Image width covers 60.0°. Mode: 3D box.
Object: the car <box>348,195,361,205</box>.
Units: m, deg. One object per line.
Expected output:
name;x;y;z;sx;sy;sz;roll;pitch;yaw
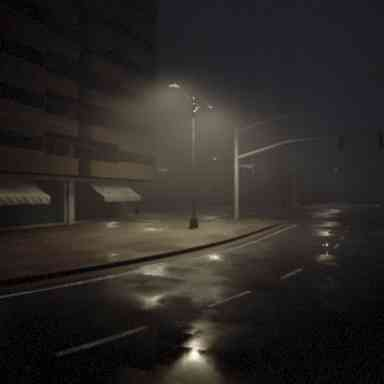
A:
car;34.173;1.584;70.073;2.150;2.045;5.566;0;0;28

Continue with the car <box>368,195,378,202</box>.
car;44.564;1.545;82.054;2.128;1.511;4.902;0;0;28

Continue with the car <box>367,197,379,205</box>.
car;37.273;1.816;68.446;1.882;1.535;5.008;0;0;28

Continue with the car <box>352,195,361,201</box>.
car;41.479;1.518;83.708;1.882;1.535;5.008;0;0;28
